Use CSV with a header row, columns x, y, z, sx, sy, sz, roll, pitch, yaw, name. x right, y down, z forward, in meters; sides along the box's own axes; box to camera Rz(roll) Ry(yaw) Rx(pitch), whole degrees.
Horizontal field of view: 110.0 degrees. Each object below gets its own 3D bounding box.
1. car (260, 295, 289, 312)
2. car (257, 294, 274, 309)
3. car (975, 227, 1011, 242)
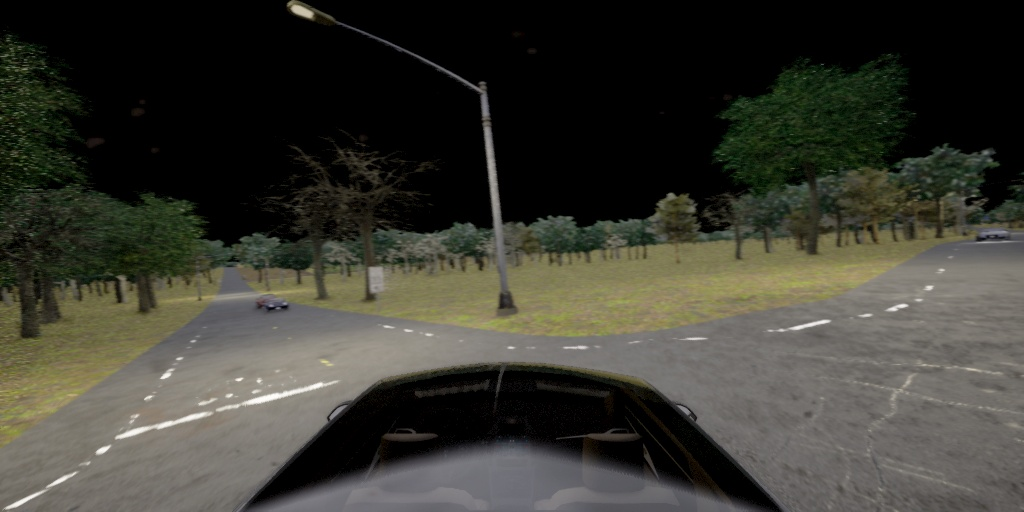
x,y,z,sx,sy,sz,roll,pitch,yaw,name
-24.797,5.096,37.622,1.895,1.301,4.718,-4,-2,-38,car
-31.310,5.656,45.859,2.097,1.767,4.553,-4,-2,-38,car
49.071,-2.186,36.564,4.181,1.385,1.994,-4,0,-34,car
